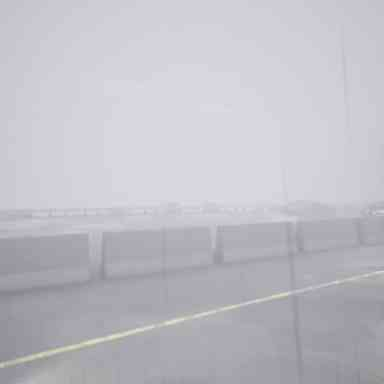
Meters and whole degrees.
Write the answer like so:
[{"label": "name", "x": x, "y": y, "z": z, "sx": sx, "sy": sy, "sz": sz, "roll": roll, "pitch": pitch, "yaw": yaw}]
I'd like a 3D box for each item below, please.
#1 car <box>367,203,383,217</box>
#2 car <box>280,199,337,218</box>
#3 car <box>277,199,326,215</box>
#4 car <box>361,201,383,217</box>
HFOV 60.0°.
[{"label": "car", "x": 15.835, "y": 1.664, "z": 25.104, "sx": 4.718, "sy": 1.301, "sz": 1.895, "roll": 0, "pitch": 0, "yaw": -25}, {"label": "car", "x": 10.769, "y": 1.591, "z": 30.426, "sx": 5.357, "sy": 1.411, "sz": 2.033, "roll": 0, "pitch": 0, "yaw": -26}, {"label": "car", "x": 11.376, "y": 1.551, "z": 34.568, "sx": 4.892, "sy": 1.490, "sz": 1.837, "roll": 0, "pitch": 0, "yaw": -25}, {"label": "car", "x": 17.233, "y": 1.561, "z": 29.584, "sx": 4.902, "sy": 1.511, "sz": 2.128, "roll": 0, "pitch": 0, "yaw": -24}]
